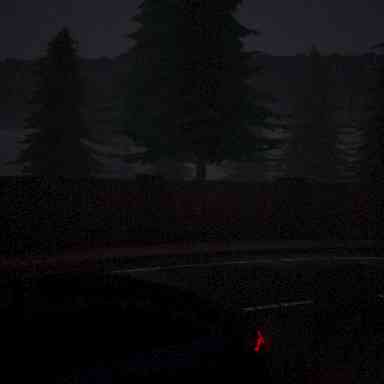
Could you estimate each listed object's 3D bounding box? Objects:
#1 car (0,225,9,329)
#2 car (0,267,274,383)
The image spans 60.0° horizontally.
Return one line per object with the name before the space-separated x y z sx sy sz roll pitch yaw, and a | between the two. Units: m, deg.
car | -5.392 1.372 4.547 4.892 1.490 1.837 0 0 -35
car | -1.348 1.498 2.827 4.181 1.385 1.994 0 1 -28
